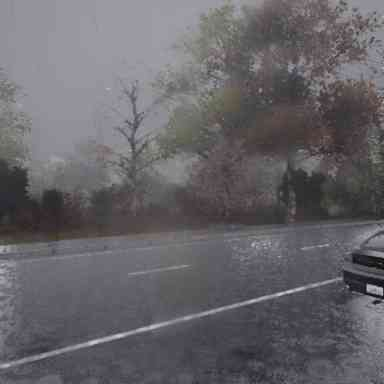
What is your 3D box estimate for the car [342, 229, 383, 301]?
[{"bbox_3d":[5.352,1.527,7.447,4.892,1.490,1.837,-1,0,-34],"label":"car"}]
